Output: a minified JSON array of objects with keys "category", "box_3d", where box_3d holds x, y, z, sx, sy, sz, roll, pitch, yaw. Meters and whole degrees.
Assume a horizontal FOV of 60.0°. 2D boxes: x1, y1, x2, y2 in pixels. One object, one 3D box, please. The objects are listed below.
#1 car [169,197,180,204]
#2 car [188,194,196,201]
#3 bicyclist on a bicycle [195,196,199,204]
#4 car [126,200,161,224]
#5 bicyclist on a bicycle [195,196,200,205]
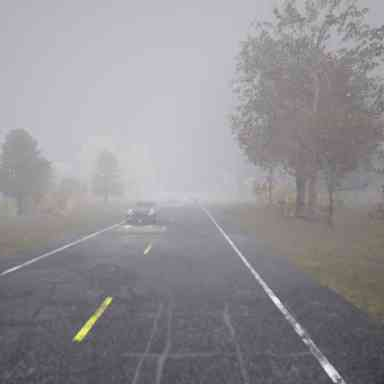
[{"category":"car","box_3d":[-3.508,1.670,66.711,1.994,1.385,4.181,0,0,0]},{"category":"car","box_3d":[-0.004,1.647,83.472,1.895,1.301,4.718,0,0,0]},{"category":"bicyclist on a bicycle","box_3d":[0.962,1.554,68.198,0.866,1.612,1.509,0,-1,0]},{"category":"car","box_3d":[-3.598,1.402,25.286,2.097,1.767,4.553,0,0,0]},{"category":"bicyclist on a bicycle","box_3d":[0.960,1.540,59.118,0.866,1.612,1.509,0,0,0]}]
